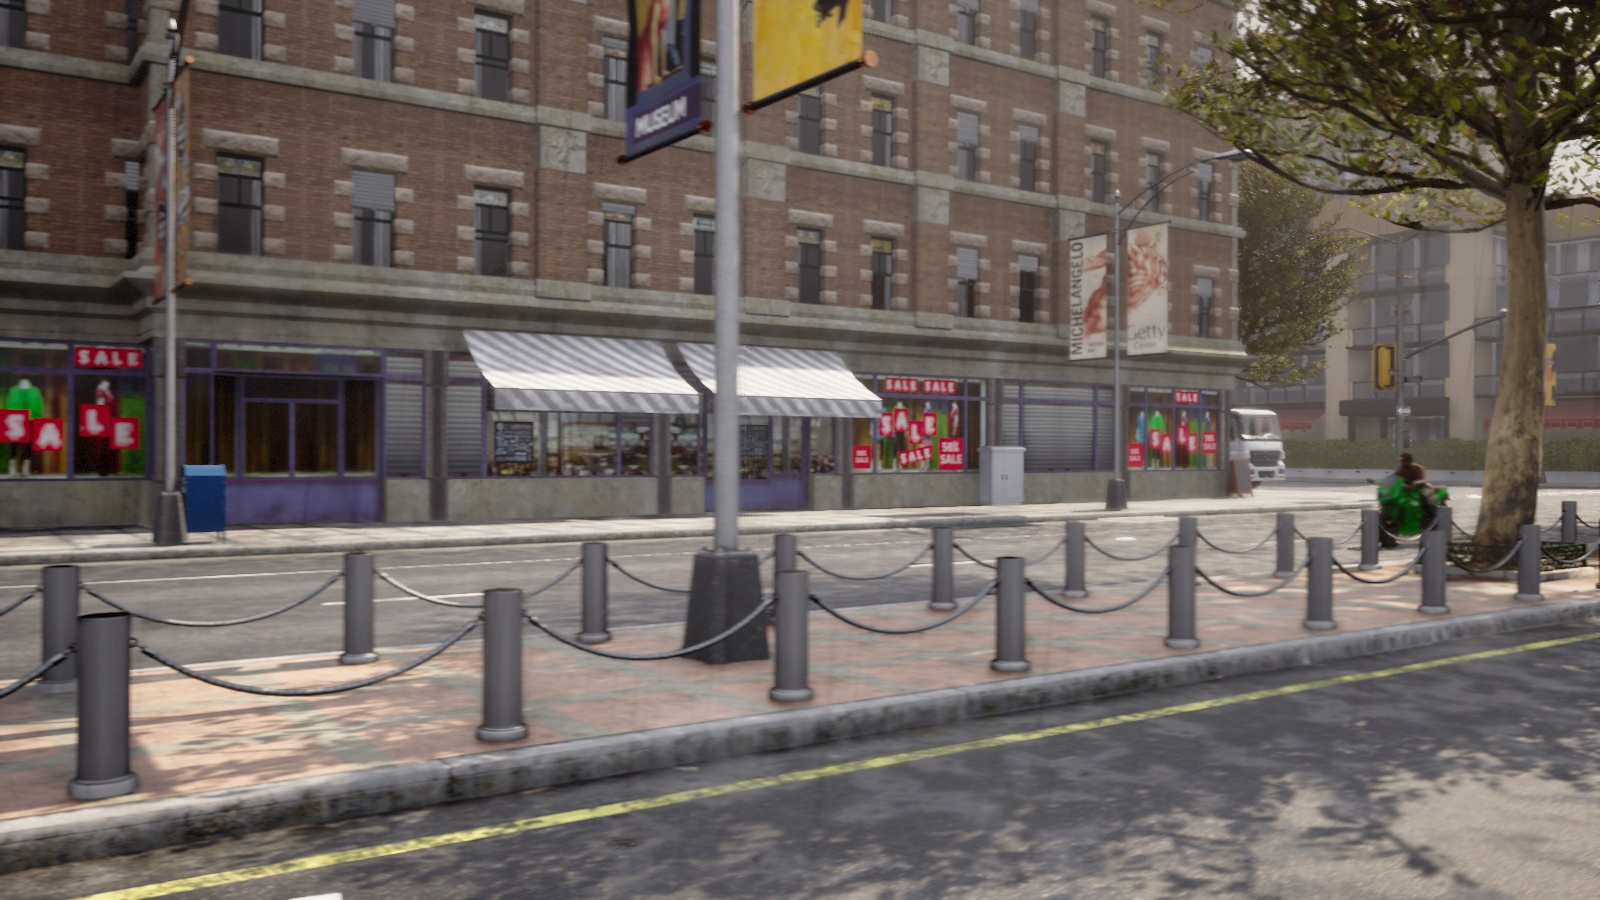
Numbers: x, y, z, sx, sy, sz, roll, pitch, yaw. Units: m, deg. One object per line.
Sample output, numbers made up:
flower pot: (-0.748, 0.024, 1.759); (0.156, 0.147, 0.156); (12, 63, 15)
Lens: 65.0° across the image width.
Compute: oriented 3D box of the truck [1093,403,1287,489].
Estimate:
truck: (16.826, -0.138, 54.774); (2.891, 3.462, 7.936); (0, 0, -35)

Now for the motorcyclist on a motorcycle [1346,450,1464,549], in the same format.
motorcyclist on a motorcycle: (9.733, 0.756, 20.181); (2.044, 1.523, 0.797); (0, 0, -35)
